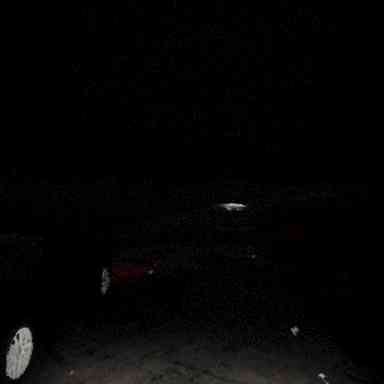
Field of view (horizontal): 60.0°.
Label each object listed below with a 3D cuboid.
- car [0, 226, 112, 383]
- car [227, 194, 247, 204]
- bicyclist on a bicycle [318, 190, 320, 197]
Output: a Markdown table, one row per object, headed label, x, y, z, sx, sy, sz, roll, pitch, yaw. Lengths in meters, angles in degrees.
| label | x | y | z | sx | sy | sz | roll | pitch | yaw |
| --- | --- | --- | --- | --- | --- | --- | --- | --- | --- |
| car | -2.819 | 1.422 | 5.512 | 1.882 | 1.535 | 5.008 | 0 | 0 | 3 |
| car | 6.401 | 0.999 | 47.172 | 1.994 | 1.385 | 4.181 | 1 | 1 | 23 |
| bicyclist on a bicycle | 31.445 | 0.378 | 82.432 | 0.582 | 1.620 | 1.656 | 2 | 1 | 34 |
